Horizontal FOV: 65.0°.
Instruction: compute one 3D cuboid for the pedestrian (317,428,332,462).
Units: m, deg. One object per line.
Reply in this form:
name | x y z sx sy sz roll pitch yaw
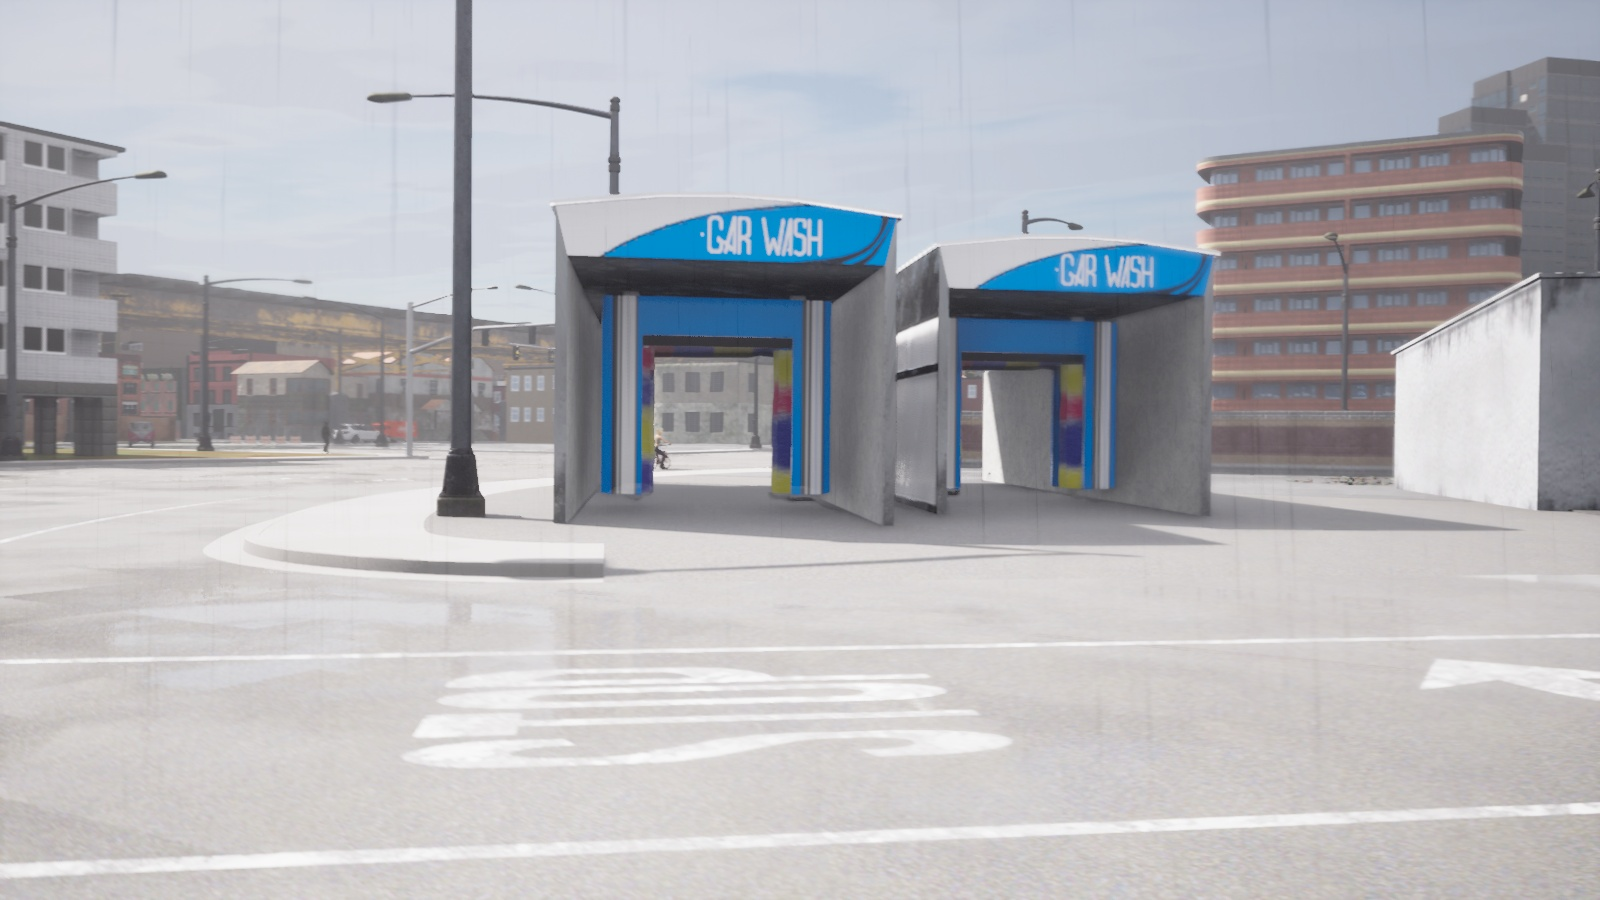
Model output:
pedestrian | -26.806 -0.282 70.767 0.692 1.930 0.395 0 1 26
